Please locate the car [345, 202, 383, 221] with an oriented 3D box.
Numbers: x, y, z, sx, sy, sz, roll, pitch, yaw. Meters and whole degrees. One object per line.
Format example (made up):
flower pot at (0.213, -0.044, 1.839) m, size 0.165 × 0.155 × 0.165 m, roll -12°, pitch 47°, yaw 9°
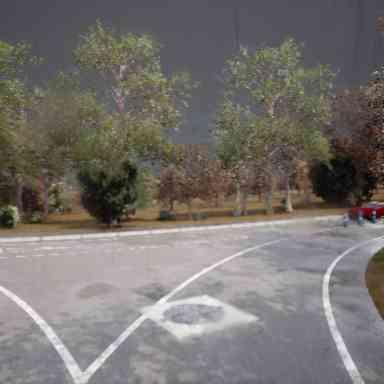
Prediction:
car at (14.268, 1.472, 26.113) m, size 4.718 × 1.301 × 1.895 m, roll -3°, pitch 1°, yaw -26°
